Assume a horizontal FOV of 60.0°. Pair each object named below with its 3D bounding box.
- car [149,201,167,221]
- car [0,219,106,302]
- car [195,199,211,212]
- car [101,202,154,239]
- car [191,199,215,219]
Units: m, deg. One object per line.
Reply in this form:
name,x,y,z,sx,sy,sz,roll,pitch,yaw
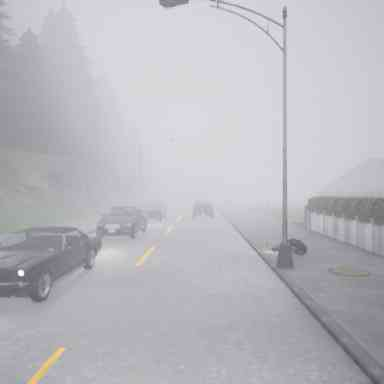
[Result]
car,-3.244,1.521,27.850,1.882,1.535,5.008,0,0,2
car,-3.874,1.614,8.422,1.895,1.301,4.718,0,0,2
car,1.307,1.589,40.216,1.812,1.442,4.674,0,0,3
car,-3.581,1.519,17.652,2.128,1.511,4.902,0,0,2
car,1.010,1.552,30.090,1.837,1.490,4.892,0,0,2
